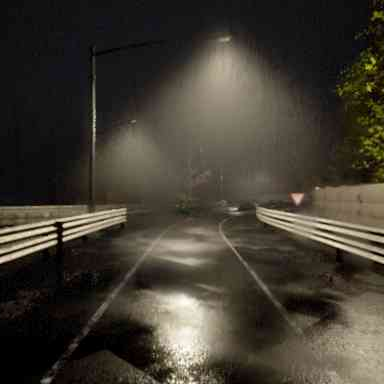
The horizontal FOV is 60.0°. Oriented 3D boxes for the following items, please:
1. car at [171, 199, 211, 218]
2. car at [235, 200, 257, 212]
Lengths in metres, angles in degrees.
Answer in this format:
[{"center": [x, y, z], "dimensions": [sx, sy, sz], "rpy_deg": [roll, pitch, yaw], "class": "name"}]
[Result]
[{"center": [-0.050, 1.757, 37.569], "dimensions": [2.150, 2.045, 5.566], "rpy_deg": [-1, -1, 36], "class": "car"}, {"center": [8.655, 2.335, 51.932], "dimensions": [1.994, 1.385, 4.181], "rpy_deg": [0, -1, 27], "class": "car"}]
